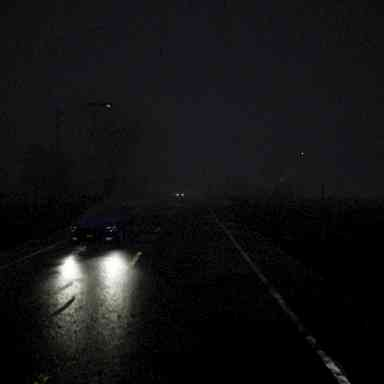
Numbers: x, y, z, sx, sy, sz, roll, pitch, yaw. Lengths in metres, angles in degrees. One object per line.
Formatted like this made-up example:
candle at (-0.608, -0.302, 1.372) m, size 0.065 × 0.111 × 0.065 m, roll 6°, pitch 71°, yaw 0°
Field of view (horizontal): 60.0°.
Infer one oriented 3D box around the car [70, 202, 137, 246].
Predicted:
car at (-3.610, 1.248, 14.274) m, size 1.882 × 1.535 × 5.008 m, roll 0°, pitch 1°, yaw 0°
